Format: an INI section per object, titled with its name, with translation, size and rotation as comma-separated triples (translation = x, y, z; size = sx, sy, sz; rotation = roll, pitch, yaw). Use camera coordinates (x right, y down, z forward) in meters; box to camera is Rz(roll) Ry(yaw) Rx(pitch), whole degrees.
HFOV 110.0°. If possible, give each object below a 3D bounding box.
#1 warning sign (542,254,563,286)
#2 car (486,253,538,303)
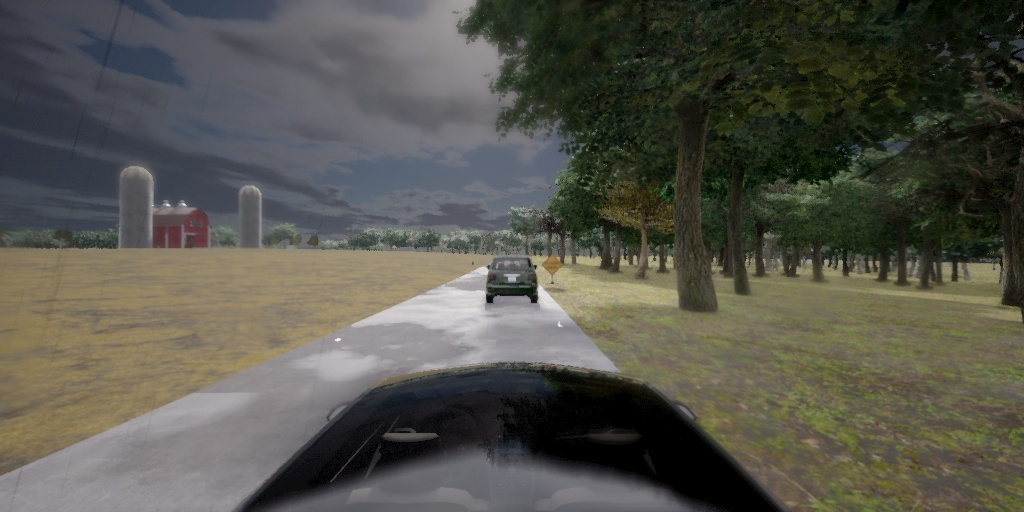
[warning sign]
translation = 2.450, 0.827, 21.759
size = 1.300, 1.860, 1.060
rotation = 0, 0, 0
[car]
translation = 0.000, 0.983, 16.528
size = 2.150, 2.045, 5.566
rotation = 0, 0, 0
